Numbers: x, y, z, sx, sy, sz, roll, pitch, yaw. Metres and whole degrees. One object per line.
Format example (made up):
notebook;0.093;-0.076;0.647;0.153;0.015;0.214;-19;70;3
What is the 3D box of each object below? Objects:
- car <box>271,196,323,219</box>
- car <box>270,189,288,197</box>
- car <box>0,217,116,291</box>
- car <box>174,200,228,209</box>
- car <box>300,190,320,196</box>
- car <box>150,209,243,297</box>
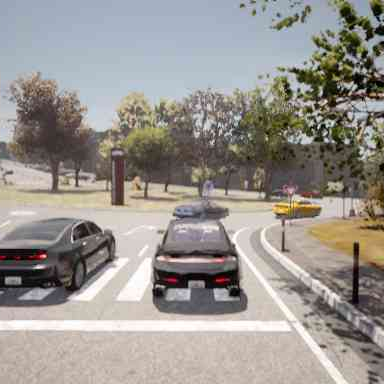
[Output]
car;9.043;1.360;28.219;5.008;1.535;1.882;0;2;-40
car;15.945;0.254;61.147;2.128;1.511;4.902;-1;2;-24
car;-3.370;1.429;8.778;1.837;1.490;4.892;0;1;1
car;0.787;1.320;24.495;2.033;1.411;5.357;3;2;35
car;20.548;0.373;57.467;1.882;1.535;5.008;0;2;-15
car;0.097;1.420;8.375;2.128;1.511;4.902;0;1;0
